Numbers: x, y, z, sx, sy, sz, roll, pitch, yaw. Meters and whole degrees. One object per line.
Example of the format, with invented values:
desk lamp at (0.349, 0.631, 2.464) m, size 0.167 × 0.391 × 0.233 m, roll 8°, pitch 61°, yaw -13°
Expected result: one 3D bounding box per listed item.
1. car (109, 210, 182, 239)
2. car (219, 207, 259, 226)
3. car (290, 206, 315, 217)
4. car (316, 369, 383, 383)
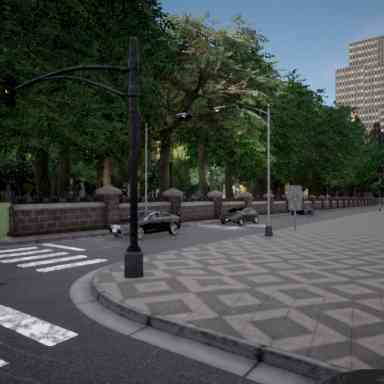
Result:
car at (-2.606, 1.816, 19.471) m, size 2.128 × 1.511 × 4.902 m, roll 0°, pitch -1°, yaw 37°
car at (4.211, 2.073, 29.145) m, size 1.837 × 1.490 × 4.892 m, roll 0°, pitch -1°, yaw 35°
car at (14.524, 2.545, 43.672) m, size 1.895 × 1.301 × 4.718 m, roll 0°, pitch -1°, yaw 36°
car at (2.508, 1.551, 1.174) m, size 4.403 × 1.369 × 2.008 m, roll 0°, pitch 0°, yaw 36°
